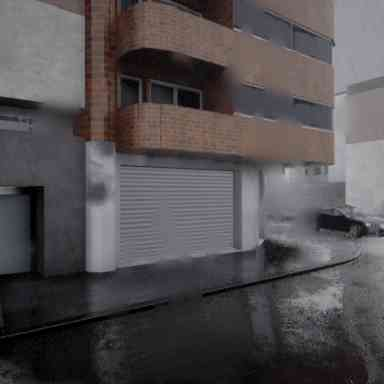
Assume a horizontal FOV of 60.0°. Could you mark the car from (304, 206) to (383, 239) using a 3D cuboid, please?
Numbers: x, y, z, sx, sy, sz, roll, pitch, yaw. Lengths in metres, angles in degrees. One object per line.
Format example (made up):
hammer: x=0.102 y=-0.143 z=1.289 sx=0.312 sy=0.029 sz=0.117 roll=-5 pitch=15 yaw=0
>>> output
car: x=8.030 y=1.491 z=17.497 sx=2.128 sy=1.511 sz=4.902 roll=0 pitch=0 yaw=-21
